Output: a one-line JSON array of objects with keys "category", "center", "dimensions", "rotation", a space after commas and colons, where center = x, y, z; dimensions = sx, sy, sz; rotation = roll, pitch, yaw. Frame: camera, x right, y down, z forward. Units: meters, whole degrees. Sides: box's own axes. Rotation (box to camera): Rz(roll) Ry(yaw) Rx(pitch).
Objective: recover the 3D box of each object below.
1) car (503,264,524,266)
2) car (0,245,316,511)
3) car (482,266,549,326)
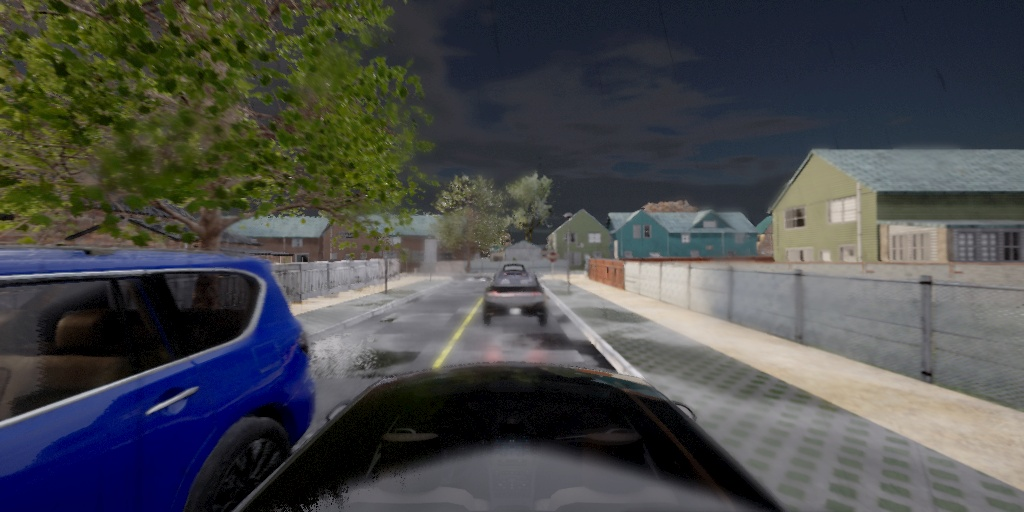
[{"category": "car", "center": [0.126, 1.249, 22.970], "dimensions": [1.837, 1.490, 4.892], "rotation": [0, 0, 1]}, {"category": "car", "center": [-2.750, 0.972, 0.802], "dimensions": [2.150, 2.045, 5.566], "rotation": [0, 0, 0]}, {"category": "car", "center": [0.100, 1.235, 11.643], "dimensions": [2.128, 1.511, 4.902], "rotation": [0, 0, 0]}]
